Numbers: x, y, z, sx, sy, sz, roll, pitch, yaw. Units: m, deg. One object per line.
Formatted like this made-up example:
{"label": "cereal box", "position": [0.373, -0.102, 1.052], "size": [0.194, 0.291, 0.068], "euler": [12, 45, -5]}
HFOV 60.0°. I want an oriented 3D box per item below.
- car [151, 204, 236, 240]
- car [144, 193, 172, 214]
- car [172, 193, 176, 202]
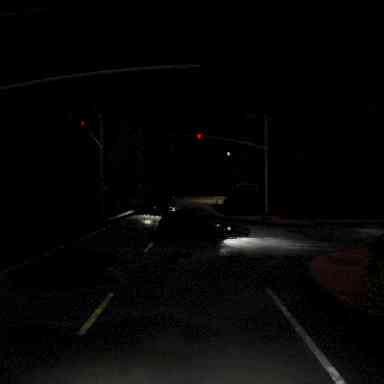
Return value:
{"label": "car", "position": [0.194, 1.580, 17.439], "size": [4.181, 1.385, 1.994], "euler": [1, 1, 37]}
{"label": "car", "position": [-3.608, 1.156, 35.034], "size": [2.150, 2.045, 5.566], "euler": [0, 0, 0]}
{"label": "car", "position": [-3.520, 0.913, 50.736], "size": [2.097, 1.767, 4.553], "euler": [0, 0, 0]}
